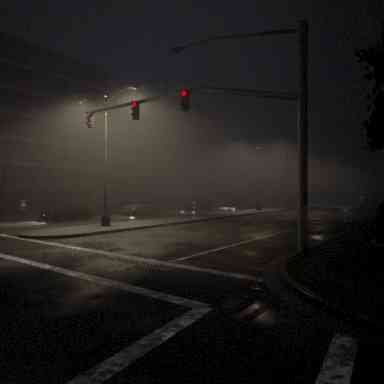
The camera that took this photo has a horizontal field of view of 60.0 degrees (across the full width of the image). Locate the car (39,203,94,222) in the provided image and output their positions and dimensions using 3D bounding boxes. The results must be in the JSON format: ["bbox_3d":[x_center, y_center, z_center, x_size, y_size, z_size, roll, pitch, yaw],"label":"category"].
[{"bbox_3d":[-9.943,1.564,26.591,1.994,1.385,4.181,0,0,36],"label":"car"}]

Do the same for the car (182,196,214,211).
[{"bbox_3d":[0.780,1.352,41.368,2.097,1.767,4.553,0,0,36],"label":"car"}]

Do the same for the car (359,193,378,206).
[{"bbox_3d":[28.735,1.221,54.037,2.150,2.045,5.566,0,0,36],"label":"car"}]

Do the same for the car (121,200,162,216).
[{"bbox_3d":[-4.951,1.524,33.472,1.812,1.442,4.674,0,0,36],"label":"car"}]

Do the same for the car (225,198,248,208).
[{"bbox_3d":[6.619,1.564,49.397,1.994,1.385,4.181,0,0,36],"label":"car"}]
